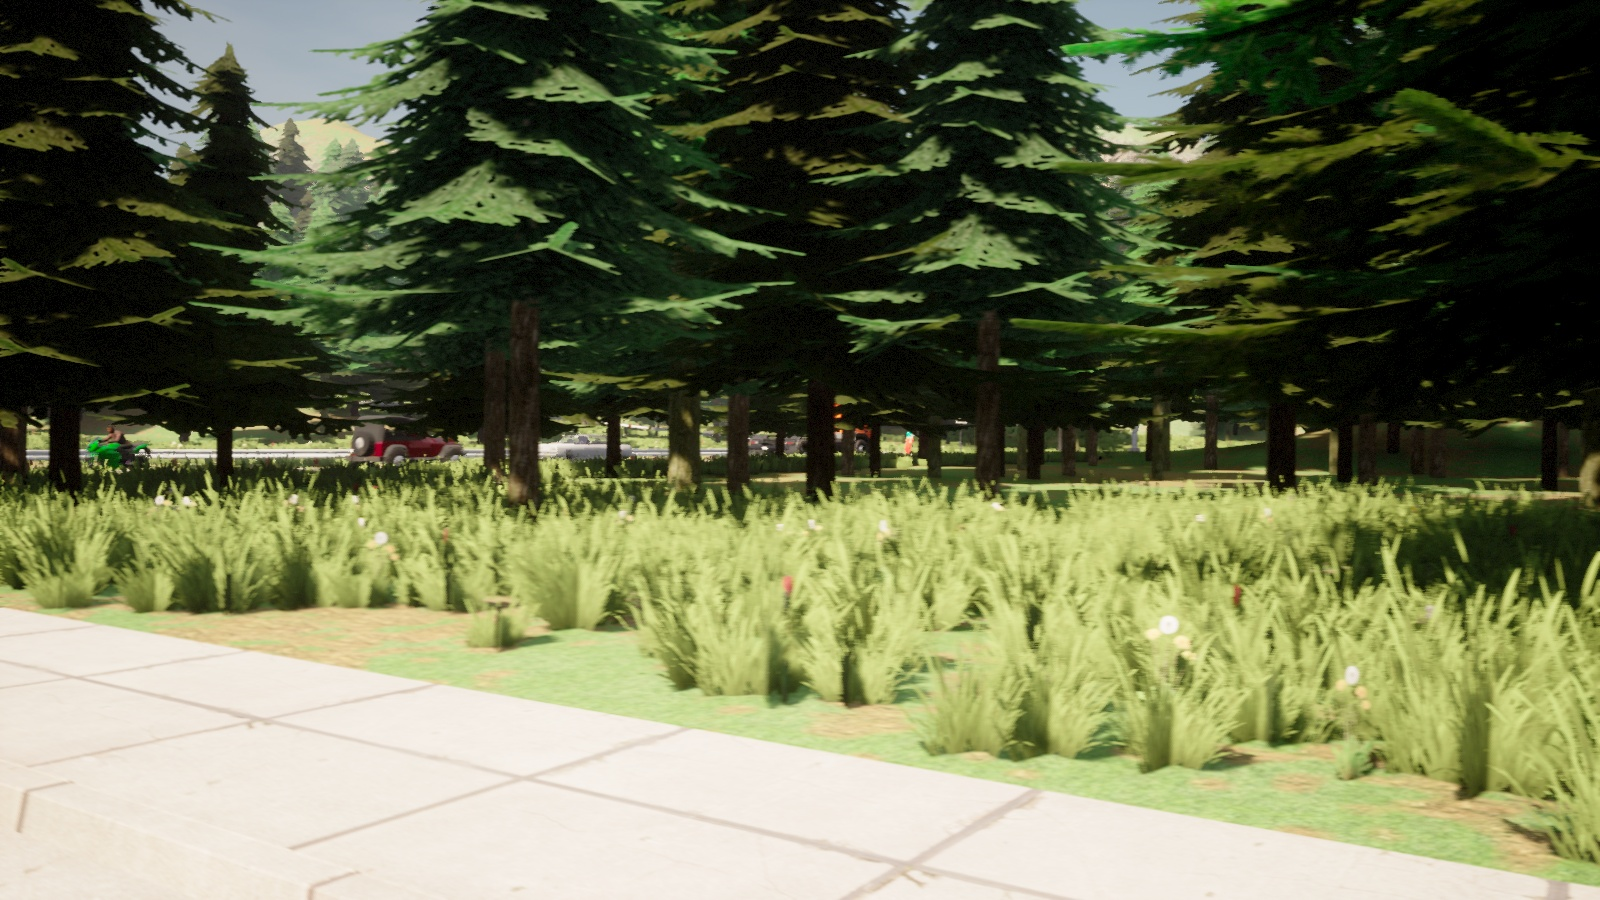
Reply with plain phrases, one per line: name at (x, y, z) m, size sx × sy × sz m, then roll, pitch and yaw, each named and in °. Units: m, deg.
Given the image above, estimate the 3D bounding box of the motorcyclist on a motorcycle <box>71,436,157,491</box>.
motorcyclist on a motorcycle at (-19.917, 0.369, 36.502) m, size 0.797 × 1.523 × 2.044 m, roll 0°, pitch 1°, yaw 33°

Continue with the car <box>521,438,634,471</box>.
car at (-9.293, 0.168, 52.830) m, size 1.895 × 1.301 × 4.718 m, roll 0°, pitch 1°, yaw 34°

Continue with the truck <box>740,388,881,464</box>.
truck at (0.645, -1.120, 61.095) m, size 2.891 × 3.462 × 7.936 m, roll 0°, pitch 1°, yaw 35°

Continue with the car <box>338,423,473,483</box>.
car at (-12.837, 0.056, 41.075) m, size 1.905 × 1.878 × 3.866 m, roll 0°, pitch 1°, yaw 33°
